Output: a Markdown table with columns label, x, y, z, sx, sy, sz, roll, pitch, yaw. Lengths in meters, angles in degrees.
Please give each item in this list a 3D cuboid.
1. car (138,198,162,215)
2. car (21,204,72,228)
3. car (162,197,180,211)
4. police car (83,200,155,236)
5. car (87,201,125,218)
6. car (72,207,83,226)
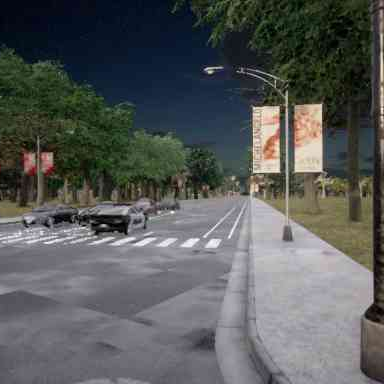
| label | x | y | z | sx | sy | sz | roll | pitch | yaw |
| --- | --- | --- | --- | --- | --- | --- | --- | --- | --- |
| car | -4.772 | 1.653 | 33.545 | 1.812 | 1.442 | 4.674 | 0 | 0 | 10 |
| car | -9.866 | 1.601 | 23.420 | 2.128 | 1.511 | 4.902 | 0 | 0 | 10 |
| car | -2.958 | 1.514 | 43.822 | 2.097 | 1.767 | 4.553 | 0 | 0 | 10 |
| police car | -3.933 | 1.488 | 19.070 | 1.930 | 1.638 | 5.238 | 0 | 0 | 10 |
| car | -8.256 | 1.666 | 32.482 | 1.812 | 1.442 | 4.674 | 0 | 0 | 10 |
| car | -6.406 | 1.574 | 24.285 | 1.882 | 1.535 | 5.008 | 0 | 0 | 10 |
